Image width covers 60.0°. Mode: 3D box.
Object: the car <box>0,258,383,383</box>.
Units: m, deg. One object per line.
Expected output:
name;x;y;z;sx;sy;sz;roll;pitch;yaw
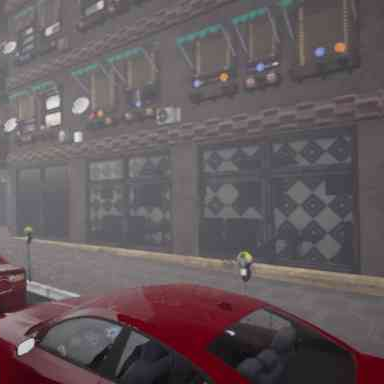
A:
car;-0.361;1.542;3.000;4.507;1.381;1.887;0;-1;36

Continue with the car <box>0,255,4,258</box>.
car;-4.864;1.534;6.209;4.507;1.381;1.887;0;-1;36
